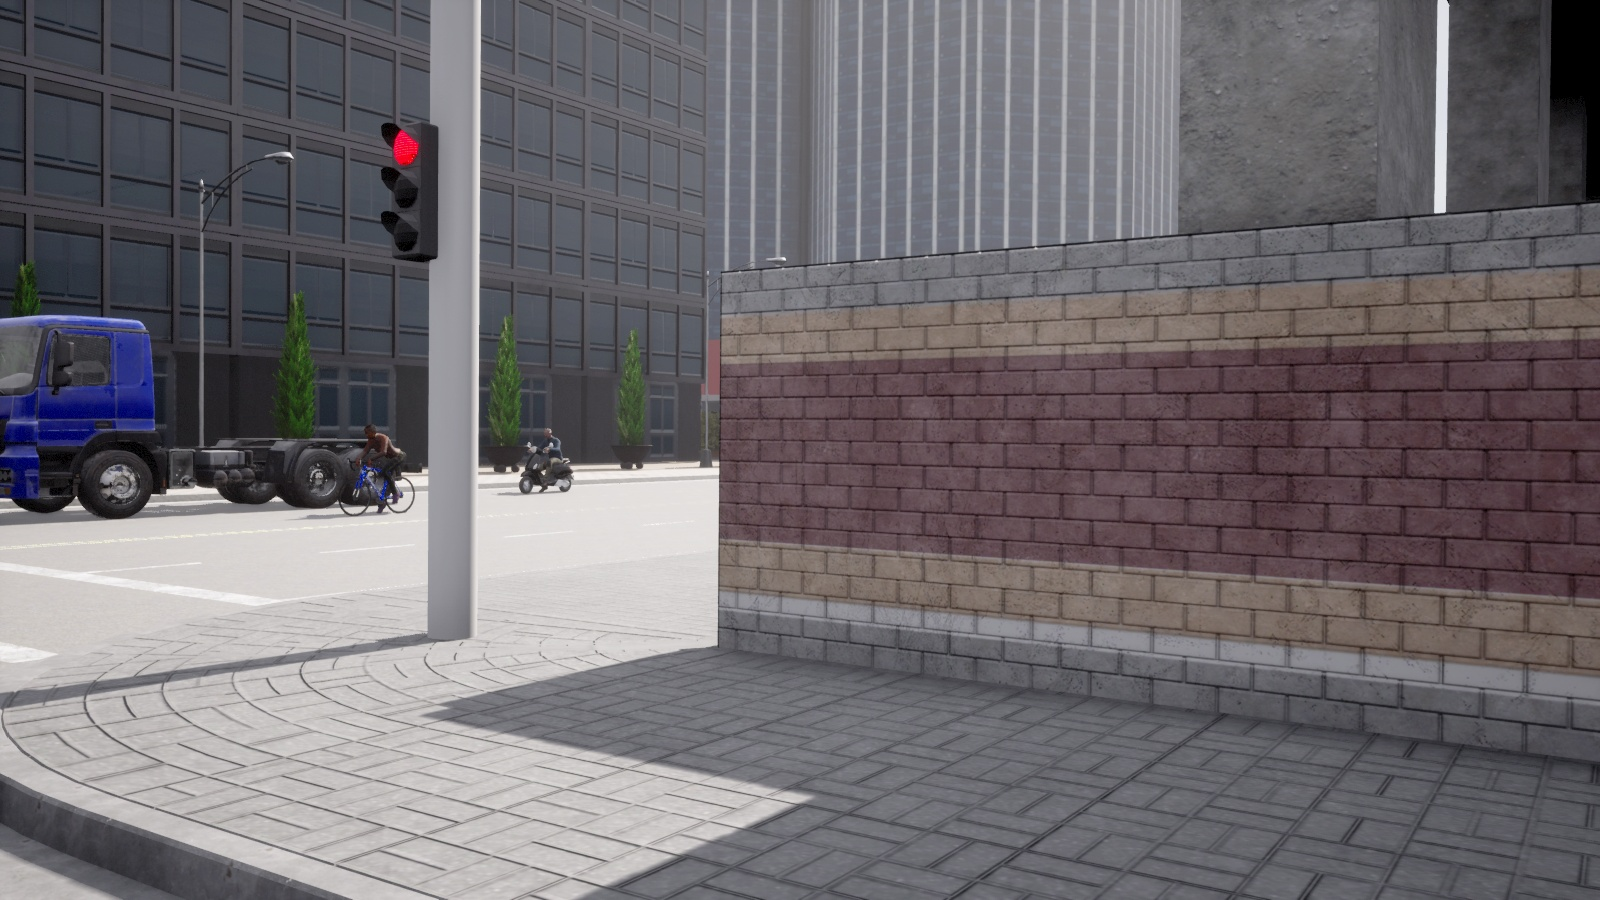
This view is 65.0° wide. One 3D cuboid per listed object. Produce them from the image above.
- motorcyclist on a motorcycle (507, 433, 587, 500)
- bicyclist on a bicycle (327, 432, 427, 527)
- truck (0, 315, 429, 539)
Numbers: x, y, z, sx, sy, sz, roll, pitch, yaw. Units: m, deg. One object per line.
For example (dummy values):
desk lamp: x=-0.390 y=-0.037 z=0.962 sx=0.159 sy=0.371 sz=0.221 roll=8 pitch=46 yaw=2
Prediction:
motorcyclist on a motorcycle: x=-6.189 y=0.376 z=30.776 sx=0.866 sy=1.590 sz=1.817 roll=0 pitch=1 yaw=34
bicyclist on a bicycle: x=-7.542 y=0.501 z=22.464 sx=0.582 sy=1.620 sz=1.656 roll=0 pitch=1 yaw=34
truck: x=-11.092 y=-0.415 z=23.453 sx=2.891 sy=3.462 sz=7.936 roll=0 pitch=1 yaw=34
